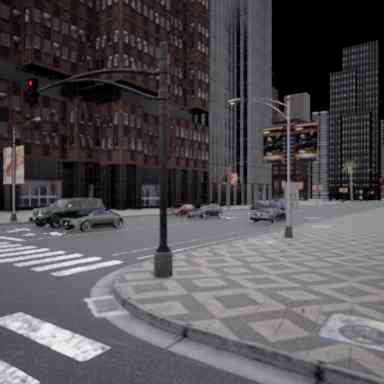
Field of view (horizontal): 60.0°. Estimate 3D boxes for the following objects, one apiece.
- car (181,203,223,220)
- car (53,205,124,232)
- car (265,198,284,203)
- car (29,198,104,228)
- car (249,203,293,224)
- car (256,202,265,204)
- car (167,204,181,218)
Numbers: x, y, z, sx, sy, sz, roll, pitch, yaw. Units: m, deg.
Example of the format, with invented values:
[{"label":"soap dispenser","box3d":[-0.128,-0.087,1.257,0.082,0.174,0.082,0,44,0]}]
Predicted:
[{"label":"car","box3d":[1.339,1.930,33.113,1.837,1.490,4.892,0,-1,35]},{"label":"car","box3d":[-6.533,1.792,21.944,1.994,1.385,4.181,0,-1,35]},{"label":"car","box3d":[13.503,1.953,50.208,2.150,2.045,5.566,0,-1,35]},{"label":"car","box3d":[-8.859,1.454,24.289,2.150,2.045,5.566,0,-1,35]},{"label":"car","box3d":[6.950,1.987,29.454,2.033,1.411,5.357,0,-1,35]},{"label":"car","box3d":[10.880,2.286,52.128,2.033,1.411,5.357,0,-1,35]},{"label":"car","box3d":[-1.022,1.955,35.425,1.812,1.442,4.674,0,-1,35]}]
